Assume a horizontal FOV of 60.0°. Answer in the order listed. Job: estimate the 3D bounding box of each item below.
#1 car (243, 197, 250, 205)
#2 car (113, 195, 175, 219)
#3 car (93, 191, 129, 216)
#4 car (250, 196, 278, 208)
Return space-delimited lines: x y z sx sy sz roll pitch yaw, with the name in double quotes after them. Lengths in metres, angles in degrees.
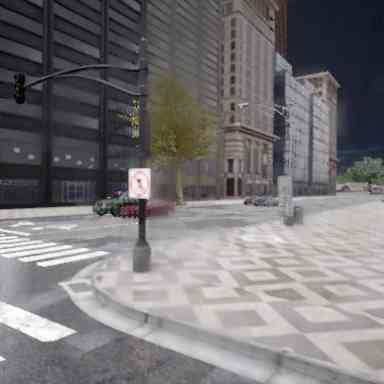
9.475 1.242 49.222 2.033 1.411 5.357 1 1 36 "car"
-3.325 1.269 25.660 1.882 1.535 5.008 1 1 35 "car"
-5.630 0.967 28.021 2.150 2.045 5.566 1 1 35 "car"
9.904 1.309 44.264 1.994 1.385 4.181 1 1 36 "car"
